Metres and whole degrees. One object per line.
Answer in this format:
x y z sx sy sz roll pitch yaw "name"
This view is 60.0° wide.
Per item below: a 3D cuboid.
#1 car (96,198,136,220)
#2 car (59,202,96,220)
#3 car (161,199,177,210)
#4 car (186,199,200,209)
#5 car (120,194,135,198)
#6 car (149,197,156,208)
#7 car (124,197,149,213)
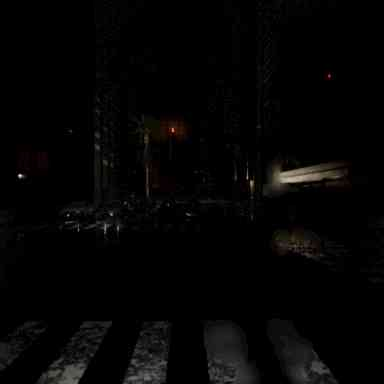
-6.573 1.553 29.307 2.128 1.511 4.902 0 0 -2 "car"
-9.813 1.585 28.705 1.812 1.442 4.674 0 0 0 "car"
-3.101 1.680 45.785 1.994 1.385 4.181 0 0 0 "car"
0.150 1.685 47.008 1.994 1.385 4.181 0 0 0 "car"
-9.779 1.352 49.639 2.150 2.045 5.566 0 0 1 "car"
-6.530 1.481 49.133 2.097 1.767 4.553 0 0 0 "car"
-6.546 1.616 38.563 1.812 1.442 4.674 0 0 0 "car"
